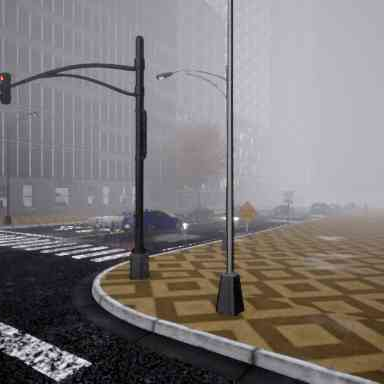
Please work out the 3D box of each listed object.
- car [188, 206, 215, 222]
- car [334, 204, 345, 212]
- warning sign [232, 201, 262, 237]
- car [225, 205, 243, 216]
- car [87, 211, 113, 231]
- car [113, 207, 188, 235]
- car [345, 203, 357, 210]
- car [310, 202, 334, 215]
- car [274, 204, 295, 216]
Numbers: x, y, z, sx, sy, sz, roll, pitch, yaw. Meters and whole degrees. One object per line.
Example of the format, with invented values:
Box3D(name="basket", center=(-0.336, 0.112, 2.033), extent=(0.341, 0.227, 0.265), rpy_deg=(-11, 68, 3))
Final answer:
Box3D(name="car", center=(0.272, 2.046, 31.686), extent=(2.033, 1.411, 5.357), rpy_deg=(0, -1, 33))
Box3D(name="car", center=(23.749, 2.641, 55.874), extent=(2.033, 1.411, 5.357), rpy_deg=(0, -1, 33))
Box3D(name="warning sign", center=(3.092, 1.454, 18.559), extent=(1.300, 1.860, 1.060), rpy_deg=(1, 1, 33))
Box3D(name="car", center=(5.640, 2.240, 40.029), extent=(1.994, 1.385, 4.181), rpy_deg=(0, -1, 33))
Box3D(name="car", center=(-4.993, 1.925, 23.491), extent=(1.895, 1.301, 4.718), rpy_deg=(0, -1, 33))
Box3D(name="car", center=(-2.462, 1.840, 20.960), extent=(1.812, 1.442, 4.674), rpy_deg=(0, -1, 33))
Box3D(name="car", center=(31.350, 2.837, 65.789), extent=(1.812, 1.442, 4.674), rpy_deg=(0, -1, 33))
Box3D(name="car", center=(18.295, 2.268, 47.375), extent=(2.097, 1.767, 4.553), rpy_deg=(0, -1, 33))
Box3D(name="car", center=(12.226, 2.328, 43.930), extent=(1.812, 1.442, 4.674), rpy_deg=(0, -1, 33))
